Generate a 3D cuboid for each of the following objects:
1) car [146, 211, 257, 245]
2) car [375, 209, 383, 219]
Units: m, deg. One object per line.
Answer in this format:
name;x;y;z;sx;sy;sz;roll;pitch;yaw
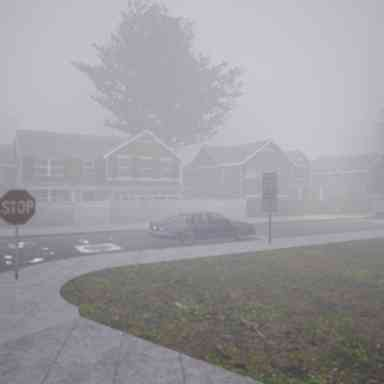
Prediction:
car;0.527;1.630;15.908;5.357;1.411;2.033;0;0;-30
car;18.782;1.748;29.807;5.357;1.411;2.033;0;0;-30
